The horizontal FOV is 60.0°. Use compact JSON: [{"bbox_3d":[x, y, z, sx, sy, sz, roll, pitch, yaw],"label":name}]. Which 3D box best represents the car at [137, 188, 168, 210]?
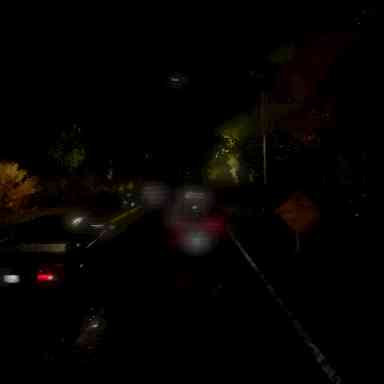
[{"bbox_3d":[-2.986,0.741,27.596,1.994,1.385,4.181,-1,-3,1],"label":"car"}]

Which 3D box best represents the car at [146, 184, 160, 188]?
[{"bbox_3d":[-6.129,-0.141,51.745,2.150,2.045,5.566,-1,2,1],"label":"car"}]

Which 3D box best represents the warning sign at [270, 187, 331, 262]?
[{"bbox_3d":[2.867,0.814,8.965,1.300,1.860,1.060,-1,3,0],"label":"warning sign"}]

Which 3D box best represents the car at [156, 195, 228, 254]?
[{"bbox_3d":[0.158,1.090,11.639,2.128,1.511,4.902,1,2,1],"label":"car"}]

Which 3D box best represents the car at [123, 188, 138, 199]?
[{"bbox_3d":[-9.368,0.207,51.865,2.128,1.511,4.902,-1,2,1],"label":"car"}]

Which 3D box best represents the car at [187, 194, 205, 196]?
[{"bbox_3d":[0.267,0.782,25.669,1.895,1.301,4.718,1,2,1],"label":"car"}]

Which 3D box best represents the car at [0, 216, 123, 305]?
[{"bbox_3d":[-3.178,1.333,8.412,2.033,1.411,5.357,0,6,1],"label":"car"}]
